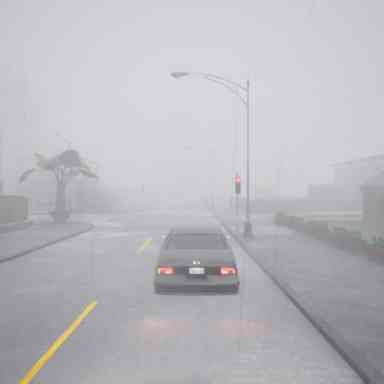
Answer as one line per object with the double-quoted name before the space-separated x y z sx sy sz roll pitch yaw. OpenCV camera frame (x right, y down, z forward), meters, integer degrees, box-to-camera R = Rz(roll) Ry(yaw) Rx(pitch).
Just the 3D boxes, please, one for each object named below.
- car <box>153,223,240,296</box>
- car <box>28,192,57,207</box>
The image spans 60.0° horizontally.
"car" 0.103 1.547 8.835 2.033 1.411 5.357 0 0 0
"car" -19.730 0.983 43.886 1.905 1.878 3.866 0 0 35
